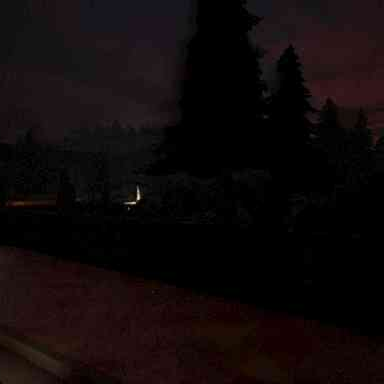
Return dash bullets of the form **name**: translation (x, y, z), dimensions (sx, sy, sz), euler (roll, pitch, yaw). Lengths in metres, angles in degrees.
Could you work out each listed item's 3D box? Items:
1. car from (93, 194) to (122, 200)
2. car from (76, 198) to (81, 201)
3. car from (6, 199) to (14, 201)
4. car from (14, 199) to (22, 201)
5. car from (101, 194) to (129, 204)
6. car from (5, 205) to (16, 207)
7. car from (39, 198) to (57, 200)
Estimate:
- **car**: translation (-14.557, 1.391, 54.546), dimensions (2.128, 1.511, 4.902), euler (0, 2, 36)
- **car**: translation (-19.892, 1.506, 53.102), dimensions (1.812, 1.442, 4.674), euler (0, 1, 35)
- **car**: translation (-19.113, 1.351, 29.873), dimensions (2.097, 1.767, 4.553), euler (0, 0, 36)
- **car**: translation (-25.029, 1.601, 45.955), dimensions (1.895, 1.301, 4.718), euler (0, 0, 36)
- **car**: translation (-14.068, 1.186, 61.221), dimensions (1.837, 1.490, 4.892), euler (0, 3, 36)
- **car**: translation (-13.851, 1.601, 25.203), dimensions (1.895, 1.301, 4.718), euler (0, 0, 36)
- **car**: translation (-20.454, 1.526, 46.320), dimensions (1.812, 1.442, 4.674), euler (0, 0, 36)
